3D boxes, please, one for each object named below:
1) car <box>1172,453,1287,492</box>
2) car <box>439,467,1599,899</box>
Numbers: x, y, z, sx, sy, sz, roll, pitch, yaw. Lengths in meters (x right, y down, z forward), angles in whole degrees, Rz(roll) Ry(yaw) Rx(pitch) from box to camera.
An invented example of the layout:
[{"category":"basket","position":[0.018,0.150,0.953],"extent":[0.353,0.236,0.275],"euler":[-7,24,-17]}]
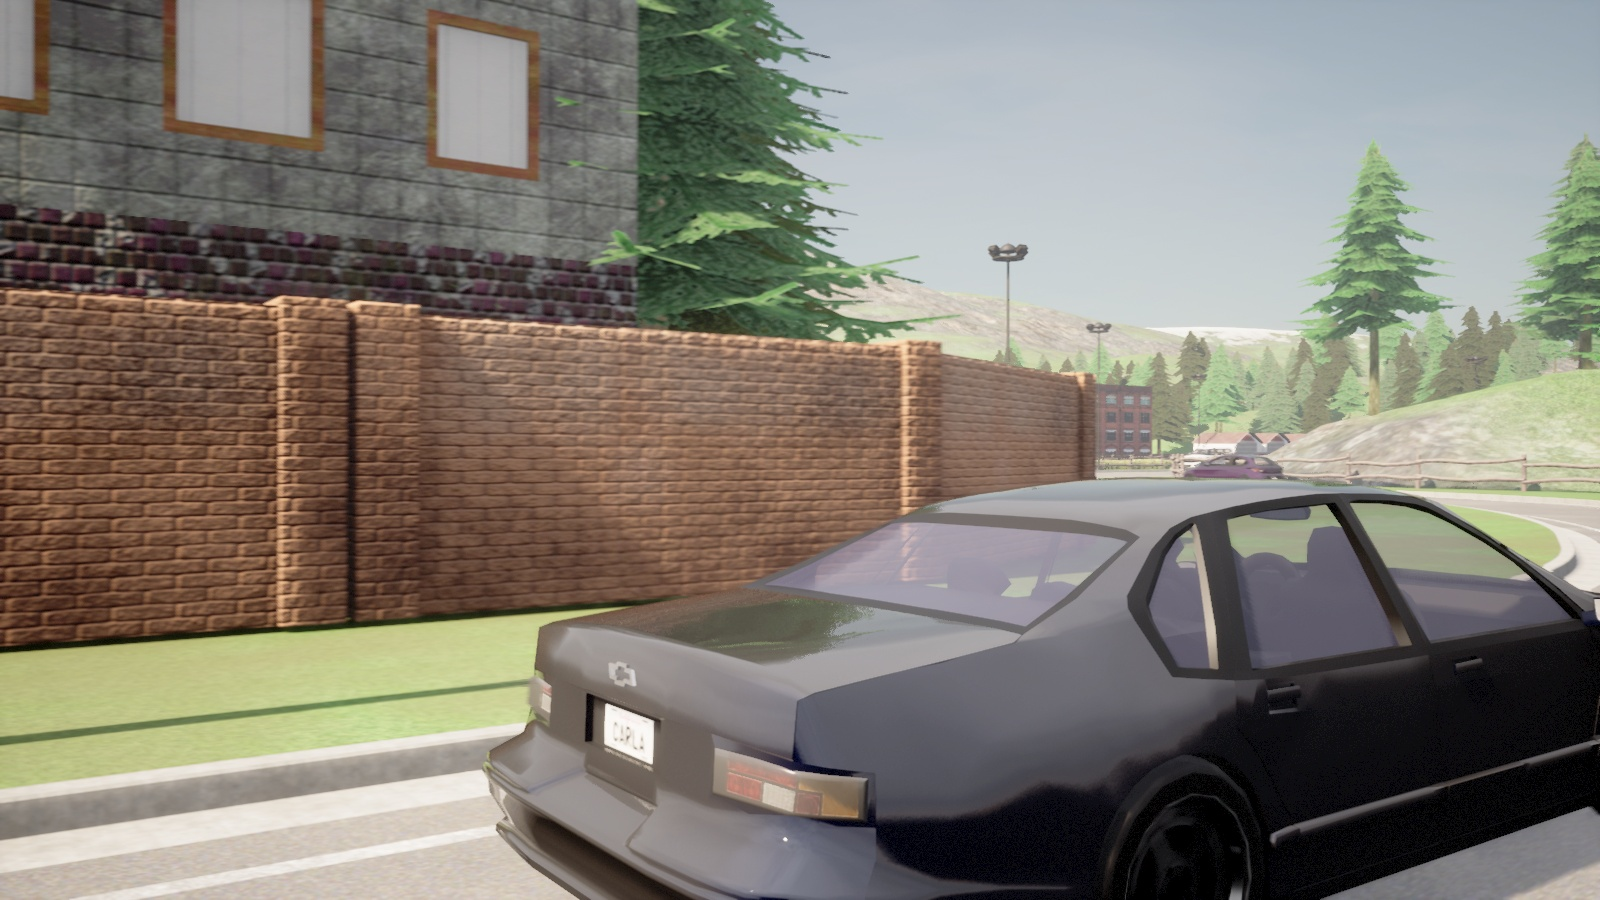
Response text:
[{"category":"car","position":[16.978,0.844,49.830],"extent":[1.816,1.474,4.193],"euler":[0,0,-29]},{"category":"car","position":[1.606,0.801,4.777],"extent":[5.357,1.411,2.033],"euler":[0,0,-35]}]
